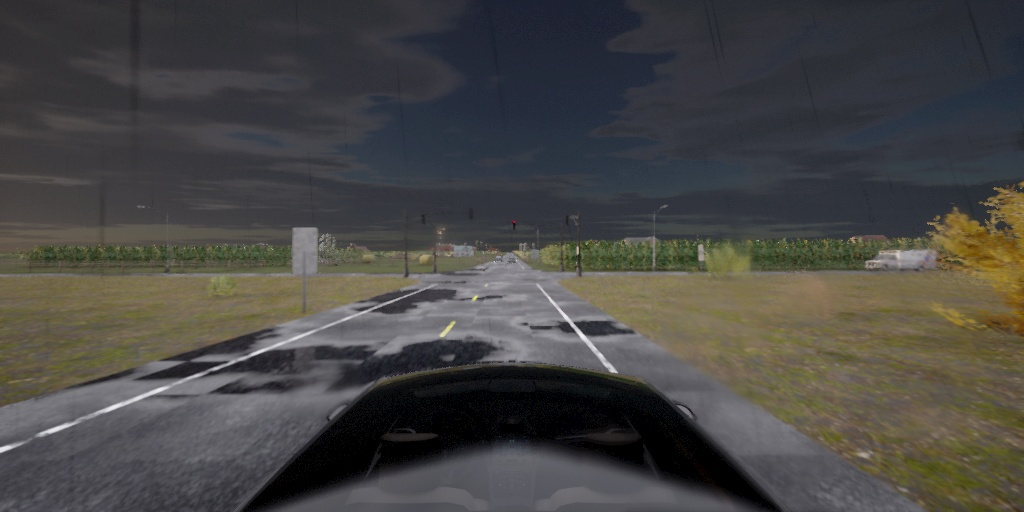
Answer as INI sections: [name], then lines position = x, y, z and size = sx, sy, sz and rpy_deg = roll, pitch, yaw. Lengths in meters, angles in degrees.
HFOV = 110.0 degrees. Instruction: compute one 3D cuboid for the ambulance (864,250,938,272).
[ambulance]
position = 43.835, 0.603, 40.643
size = 6.366, 2.431, 2.351
rpy_deg = 0, 0, 0
